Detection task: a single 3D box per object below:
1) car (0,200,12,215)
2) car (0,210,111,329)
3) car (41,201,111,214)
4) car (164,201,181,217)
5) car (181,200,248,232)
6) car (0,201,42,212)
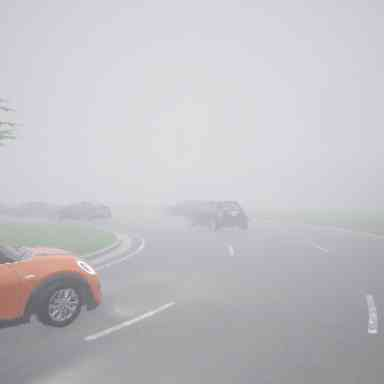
[{"bbox_3d":[-20.615,1.529,32.993,4.674,1.442,1.812,-1,0,5],"label":"car"},{"bbox_3d":[-3.871,1.355,5.424,4.553,1.767,2.097,0,0,-37],"label":"car"},{"bbox_3d":[-8.202,1.452,24.305,4.902,1.511,2.128,0,0,25],"label":"car"},{"bbox_3d":[-0.273,1.392,27.497,4.902,1.511,2.128,0,0,42],"label":"car"},{"bbox_3d":[1.384,1.271,20.055,2.097,1.767,4.553,-1,0,-25],"label":"car"},{"bbox_3d":[-13.876,1.523,29.211,5.357,1.411,2.033,0,0,1],"label":"car"}]
